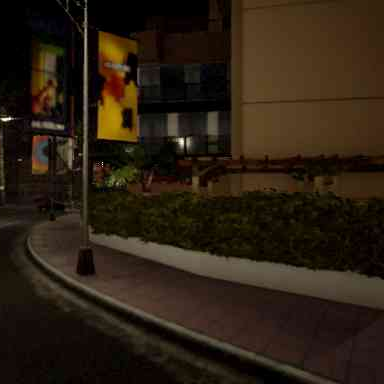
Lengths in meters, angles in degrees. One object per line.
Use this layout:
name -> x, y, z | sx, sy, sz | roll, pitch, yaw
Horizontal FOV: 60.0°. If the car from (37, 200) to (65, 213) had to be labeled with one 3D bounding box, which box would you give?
car -> -17.040, 1.712, 40.499 | 2.128, 1.511, 4.902 | 0, 0, -1
